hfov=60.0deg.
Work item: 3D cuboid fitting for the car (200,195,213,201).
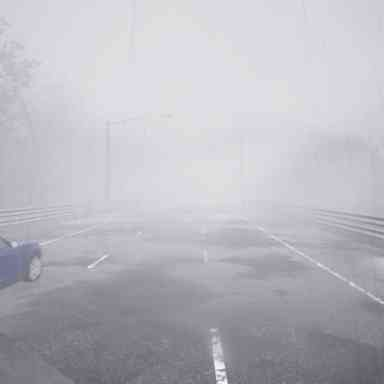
[{"bbox_3d":[3.771,1.677,85.813,1.895,1.301,4.718,0,0,7],"label":"car"}]

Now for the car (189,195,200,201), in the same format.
[{"bbox_3d":[0.241,1.622,85.746,2.033,1.411,5.357,0,0,7],"label":"car"}]

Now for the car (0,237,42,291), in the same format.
[{"bbox_3d":[-4.859,1.480,6.693,1.882,1.535,5.008,0,0,1],"label":"car"}]

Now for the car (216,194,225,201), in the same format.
[{"bbox_3d":[7.333,1.437,86.171,2.097,1.767,4.553,0,0,7],"label":"car"}]
